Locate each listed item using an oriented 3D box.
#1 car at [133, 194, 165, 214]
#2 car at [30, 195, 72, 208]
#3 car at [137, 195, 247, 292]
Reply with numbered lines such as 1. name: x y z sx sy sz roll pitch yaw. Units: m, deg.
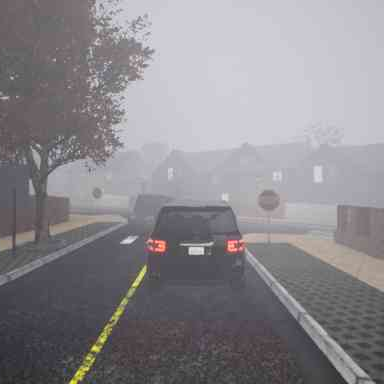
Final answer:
1. car: -2.166 1.226 26.587 5.566 2.045 2.150 2 0 32
2. car: -14.833 1.018 34.553 5.357 1.411 2.033 2 0 32
3. car: 0.100 1.227 9.085 2.150 2.045 5.566 0 0 0
